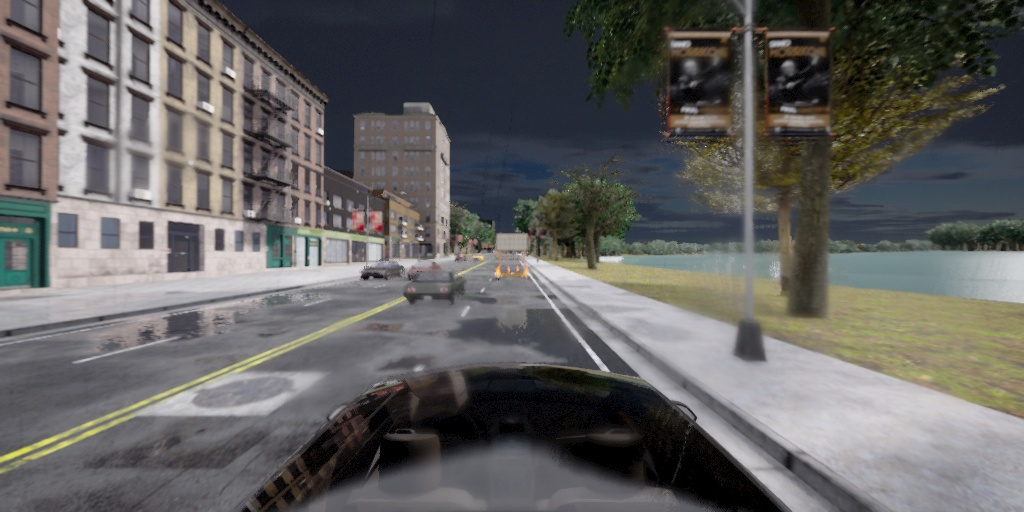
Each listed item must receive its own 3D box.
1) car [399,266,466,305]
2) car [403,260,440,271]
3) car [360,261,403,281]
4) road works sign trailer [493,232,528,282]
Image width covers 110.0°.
[{"bbox_3d":[-3.150,1.283,15.709,1.895,1.301,4.718,0,1,0],"label":"car"},{"bbox_3d":[-6.595,1.066,27.486,1.812,1.442,4.674,0,1,0],"label":"car"},{"bbox_3d":[-9.849,1.083,27.792,2.033,1.411,5.357,0,1,0],"label":"car"},{"bbox_3d":[-0.001,0.021,26.334,2.380,3.560,2.880,0,0,0],"label":"road works sign trailer"}]
